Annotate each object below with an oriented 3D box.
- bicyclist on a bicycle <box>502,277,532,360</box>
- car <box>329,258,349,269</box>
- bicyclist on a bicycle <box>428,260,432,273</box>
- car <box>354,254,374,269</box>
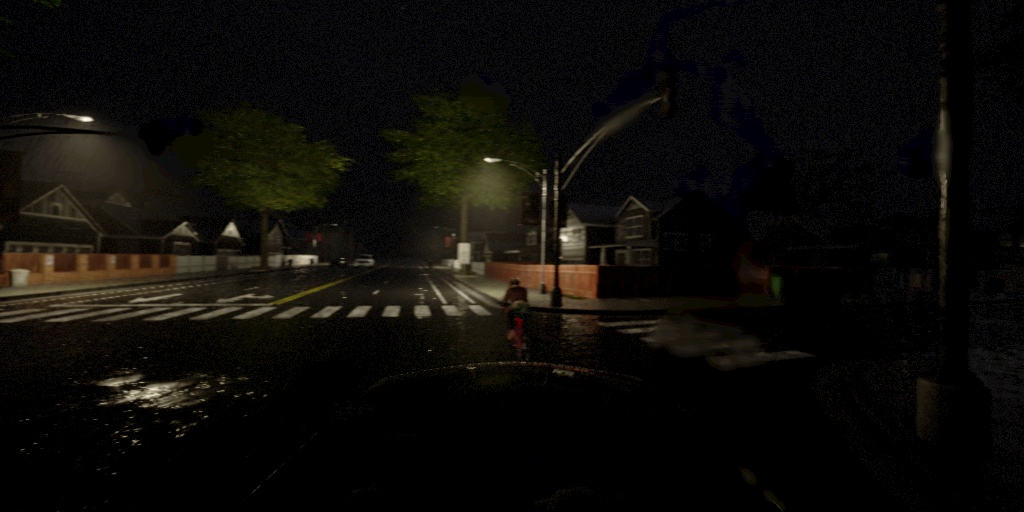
[{"bbox_3d":[0.087,1.252,7.172,0.582,1.620,1.656,1,-1,-15],"label":"bicyclist on a bicycle"},{"bbox_3d":[-24.507,1.029,51.097,2.033,1.411,5.357,2,0,-15],"label":"car"},{"bbox_3d":[-10.036,1.281,43.784,0.582,1.620,1.656,2,-1,-15],"label":"bicyclist on a bicycle"},{"bbox_3d":[-21.360,0.798,51.938,2.150,2.045,5.566,2,0,-15],"label":"car"}]
